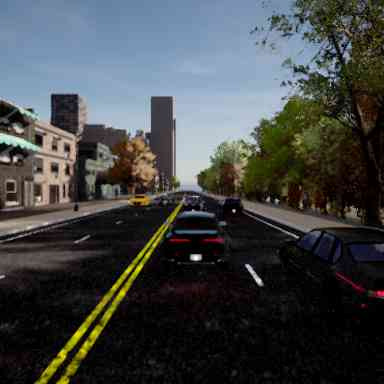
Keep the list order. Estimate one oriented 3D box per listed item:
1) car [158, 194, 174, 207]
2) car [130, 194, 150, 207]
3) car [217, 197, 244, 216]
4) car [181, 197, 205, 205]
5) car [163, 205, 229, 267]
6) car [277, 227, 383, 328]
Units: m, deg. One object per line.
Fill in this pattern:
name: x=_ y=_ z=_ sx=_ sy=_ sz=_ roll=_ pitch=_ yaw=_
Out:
car: x=-3.314 y=1.071 z=43.390 sx=2.128 sy=1.511 sz=4.902 roll=0 pitch=1 yaw=0
car: x=-6.566 y=1.067 z=42.329 sx=1.882 sy=1.535 sz=5.008 roll=0 pitch=0 yaw=0
car: x=3.364 y=1.223 z=29.004 sx=1.837 sy=1.490 sz=4.892 roll=0 pitch=1 yaw=0
car: x=0.113 y=1.211 z=28.883 sx=2.128 sy=1.511 sz=4.902 roll=0 pitch=1 yaw=0
car: x=0.105 y=1.398 z=10.917 sx=1.837 sy=1.490 sz=4.892 roll=0 pitch=1 yaw=0
car: x=3.352 y=1.477 z=7.187 sx=2.033 sy=1.411 sz=5.357 roll=0 pitch=1 yaw=0
